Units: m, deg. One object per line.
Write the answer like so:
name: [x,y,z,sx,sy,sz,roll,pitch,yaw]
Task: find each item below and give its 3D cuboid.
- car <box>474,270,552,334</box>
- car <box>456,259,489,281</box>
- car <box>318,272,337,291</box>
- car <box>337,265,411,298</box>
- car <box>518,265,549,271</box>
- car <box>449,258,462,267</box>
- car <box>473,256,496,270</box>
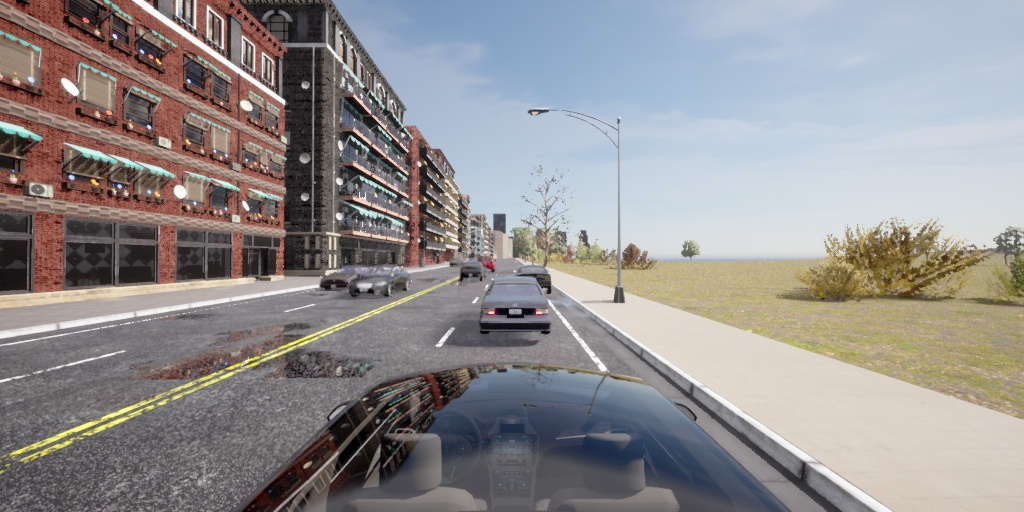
car: [0.092,1.299,10.575,2.033,1.411,5.357,0,0,0]
car: [-3.181,1.252,29.809,1.837,1.490,4.892,0,-1,0]
car: [-9.876,1.299,22.468,2.033,1.411,5.357,0,0,0]
car: [-6.620,1.243,18.446,2.128,1.511,4.902,0,0,0]
car: [1.116,1.230,20.339,1.882,1.535,5.008,0,0,0]
car: [-9.872,1.101,64.270,2.097,1.767,4.553,0,0,0]
car: [-3.196,0.974,44.675,2.150,2.045,5.566,0,0,0]
